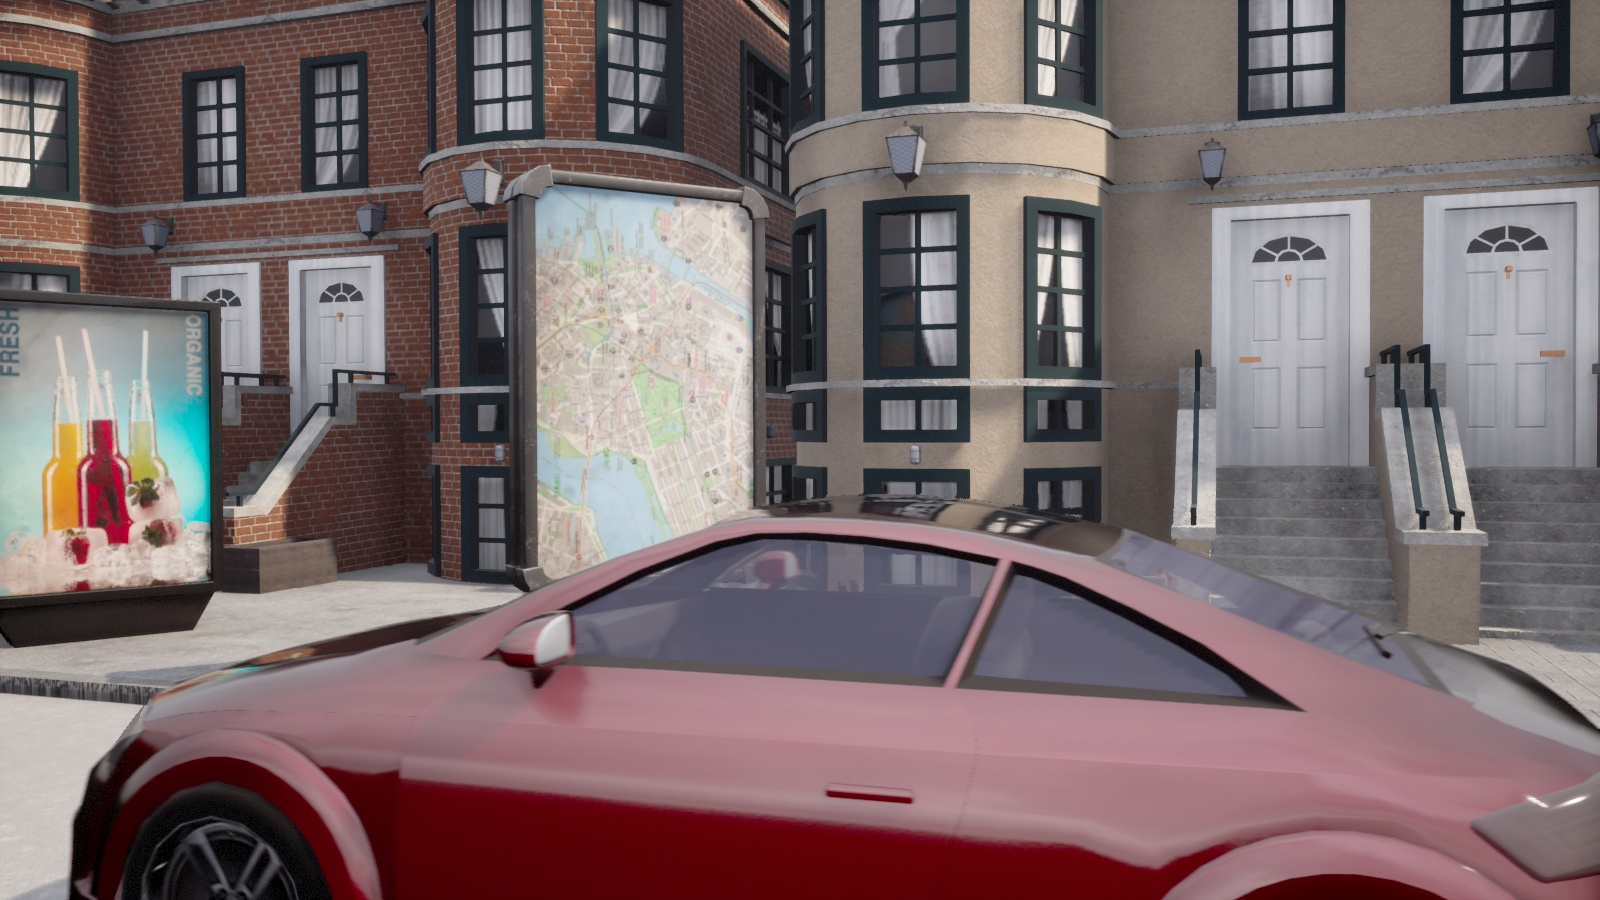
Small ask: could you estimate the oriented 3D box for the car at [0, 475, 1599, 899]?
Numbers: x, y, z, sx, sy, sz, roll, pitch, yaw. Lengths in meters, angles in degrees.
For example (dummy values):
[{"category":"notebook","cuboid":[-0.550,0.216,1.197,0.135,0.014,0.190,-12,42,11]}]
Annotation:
[{"category":"car","cuboid":[-0.015,0.831,3.726,4.181,1.385,1.994,1,1,19]}]
